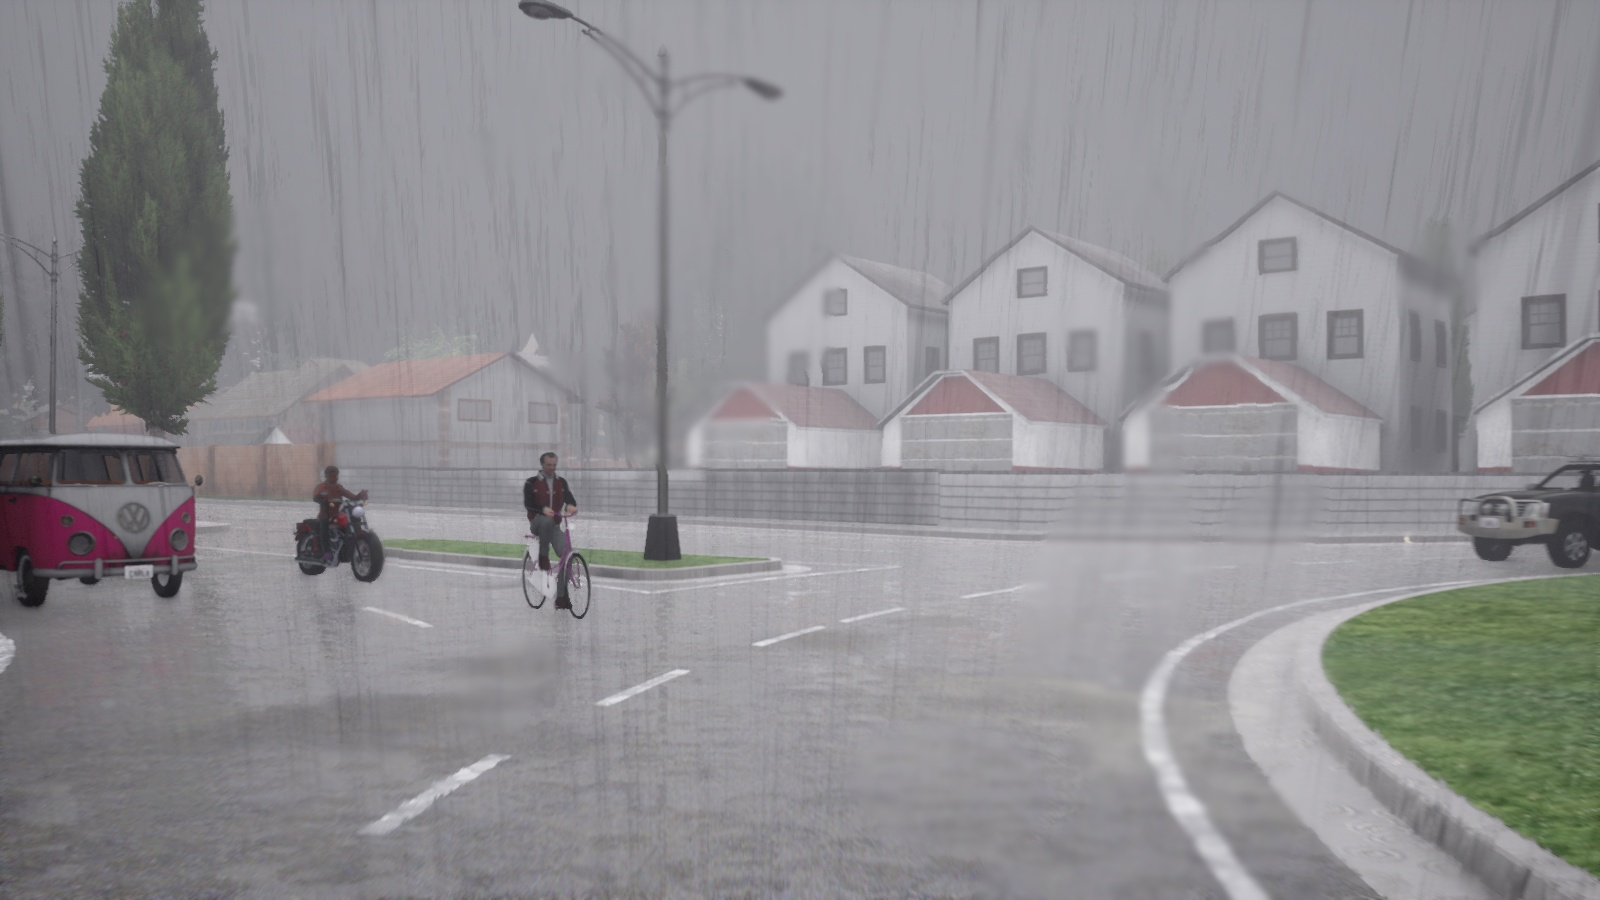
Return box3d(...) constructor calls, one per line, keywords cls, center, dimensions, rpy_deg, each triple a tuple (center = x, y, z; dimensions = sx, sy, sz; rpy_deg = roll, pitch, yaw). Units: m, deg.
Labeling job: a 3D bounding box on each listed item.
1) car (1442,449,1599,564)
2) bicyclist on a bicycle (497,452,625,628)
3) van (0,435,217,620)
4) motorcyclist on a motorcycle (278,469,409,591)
box3d(cls="car", center=(13.778, 0.926, 21.681), dimensions=(4.605, 1.855, 1.932), rpy_deg=(0, -1, -13))
box3d(cls="bicyclist on a bicycle", center=(-2.619, 0.926, 13.609), dimensions=(0.659, 1.776, 1.843), rpy_deg=(0, -1, -34))
box3d(cls="van", center=(-9.132, 0.874, 15.643), dimensions=(4.442, 1.987, 1.775), rpy_deg=(-1, -1, 42))
box3d(cls="motorcyclist on a motorcycle", center=(-6.579, 1.099, 18.025), dimensions=(2.350, 1.649, 0.766), rpy_deg=(-1, -1, 42))
